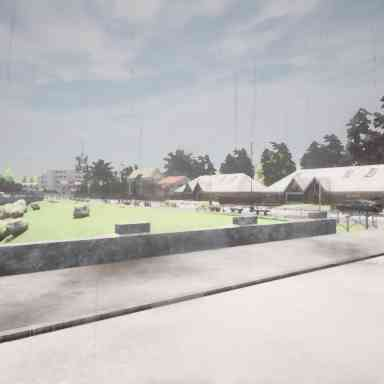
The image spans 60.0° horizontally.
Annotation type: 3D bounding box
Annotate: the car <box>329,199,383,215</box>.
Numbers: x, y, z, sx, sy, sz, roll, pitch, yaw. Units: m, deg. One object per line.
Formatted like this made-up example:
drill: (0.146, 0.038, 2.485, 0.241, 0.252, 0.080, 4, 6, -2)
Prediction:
car: (15.894, 1.505, 32.497, 1.837, 1.490, 4.892, 0, 0, -35)
